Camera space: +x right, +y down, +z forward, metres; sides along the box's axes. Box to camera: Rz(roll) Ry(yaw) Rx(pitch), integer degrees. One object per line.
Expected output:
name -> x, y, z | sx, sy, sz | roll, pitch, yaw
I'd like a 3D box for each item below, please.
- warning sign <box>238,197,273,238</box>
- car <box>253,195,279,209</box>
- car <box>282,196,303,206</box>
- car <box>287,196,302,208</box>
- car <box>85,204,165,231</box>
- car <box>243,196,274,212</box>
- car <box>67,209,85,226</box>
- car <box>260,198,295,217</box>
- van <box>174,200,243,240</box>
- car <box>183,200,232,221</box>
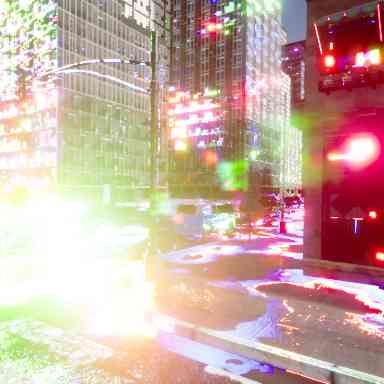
warning sign -> 3.072, 1.177, 16.130 | 1.300, 1.860, 1.060 | 1, 1, 35
car -> 9.899, 1.294, 44.448 | 1.967, 1.590, 4.097 | 1, 1, 35
car -> 16.185, 1.364, 53.348 | 1.752, 1.417, 4.829 | 1, 1, 35
car -> 13.030, 1.439, 44.303 | 2.033, 1.411, 5.357 | 1, 1, 36
car -> -3.844, 1.541, 20.505 | 1.895, 1.301, 4.718 | 1, 1, 35
car -> 6.839, 1.384, 35.611 | 1.882, 1.535, 5.008 | 1, 1, 35
car -> -6.060, 1.467, 21.854 | 1.947, 1.339, 4.313 | 1, 1, 35
car -> 7.793, 1.560, 31.433 | 1.895, 1.301, 4.718 | 1, 1, 35
van -> 0.787, 1.368, 17.017 | 1.690, 1.788, 3.998 | 1, 1, 35
car -> 1.411, 1.448, 27.942 | 1.812, 1.442, 4.674 | 1, 1, 35
